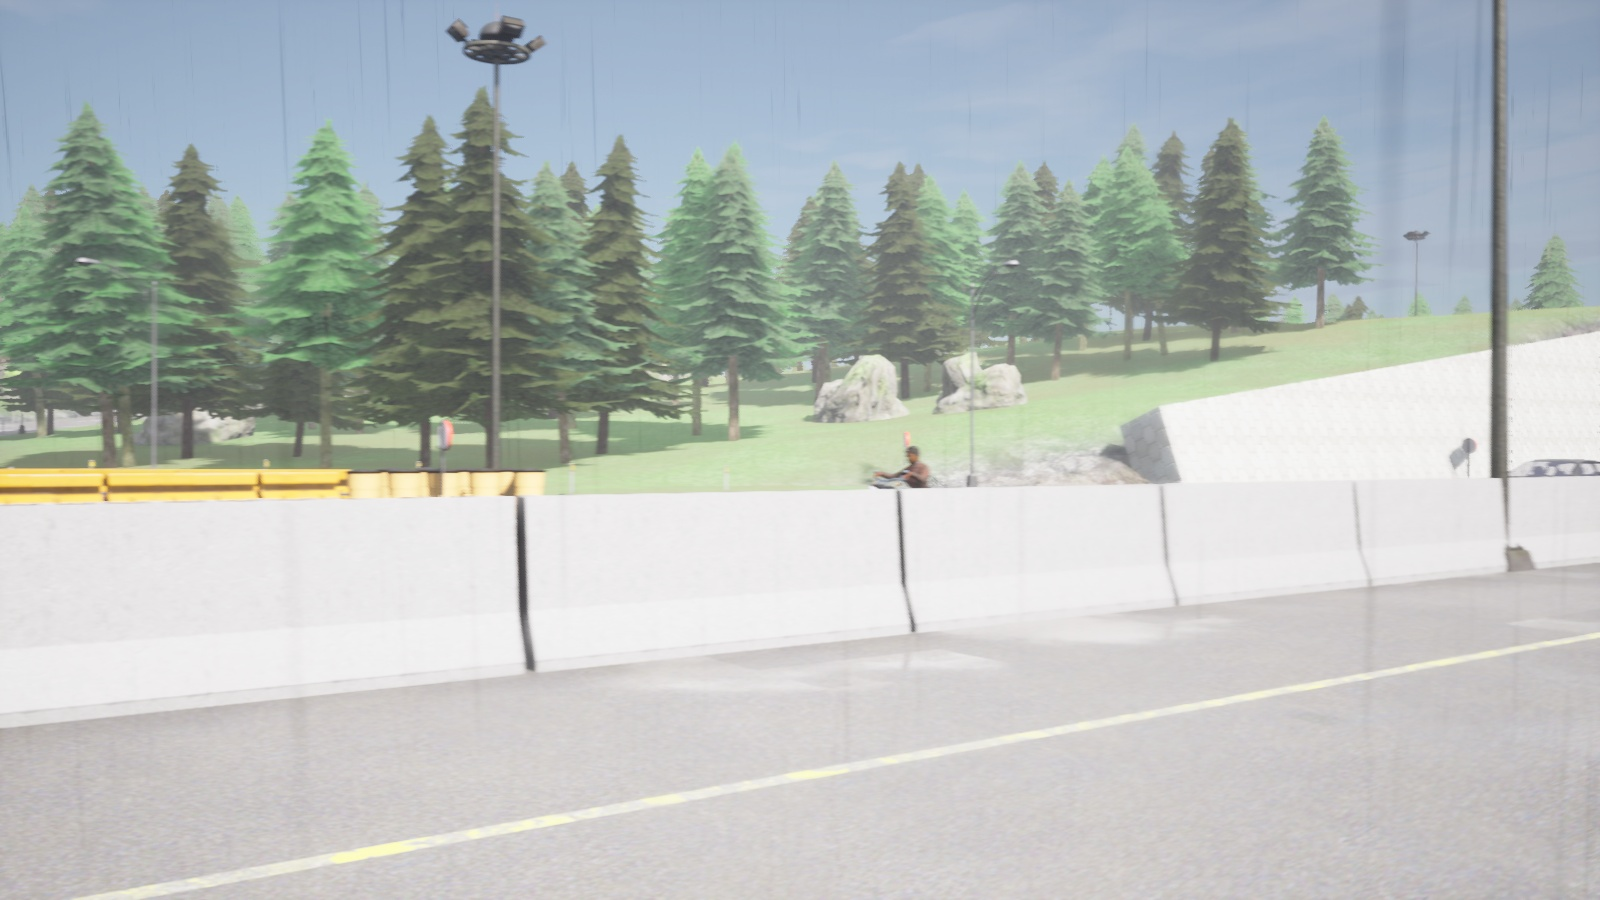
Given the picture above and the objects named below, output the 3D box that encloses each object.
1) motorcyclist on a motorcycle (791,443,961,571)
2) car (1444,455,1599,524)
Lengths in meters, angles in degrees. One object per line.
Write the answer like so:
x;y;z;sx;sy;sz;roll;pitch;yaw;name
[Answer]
1.061;0.736;17.190;2.350;1.649;0.766;0;0;-35;motorcyclist on a motorcycle
16.876;0.829;28.197;5.357;1.411;2.033;0;0;-35;car
